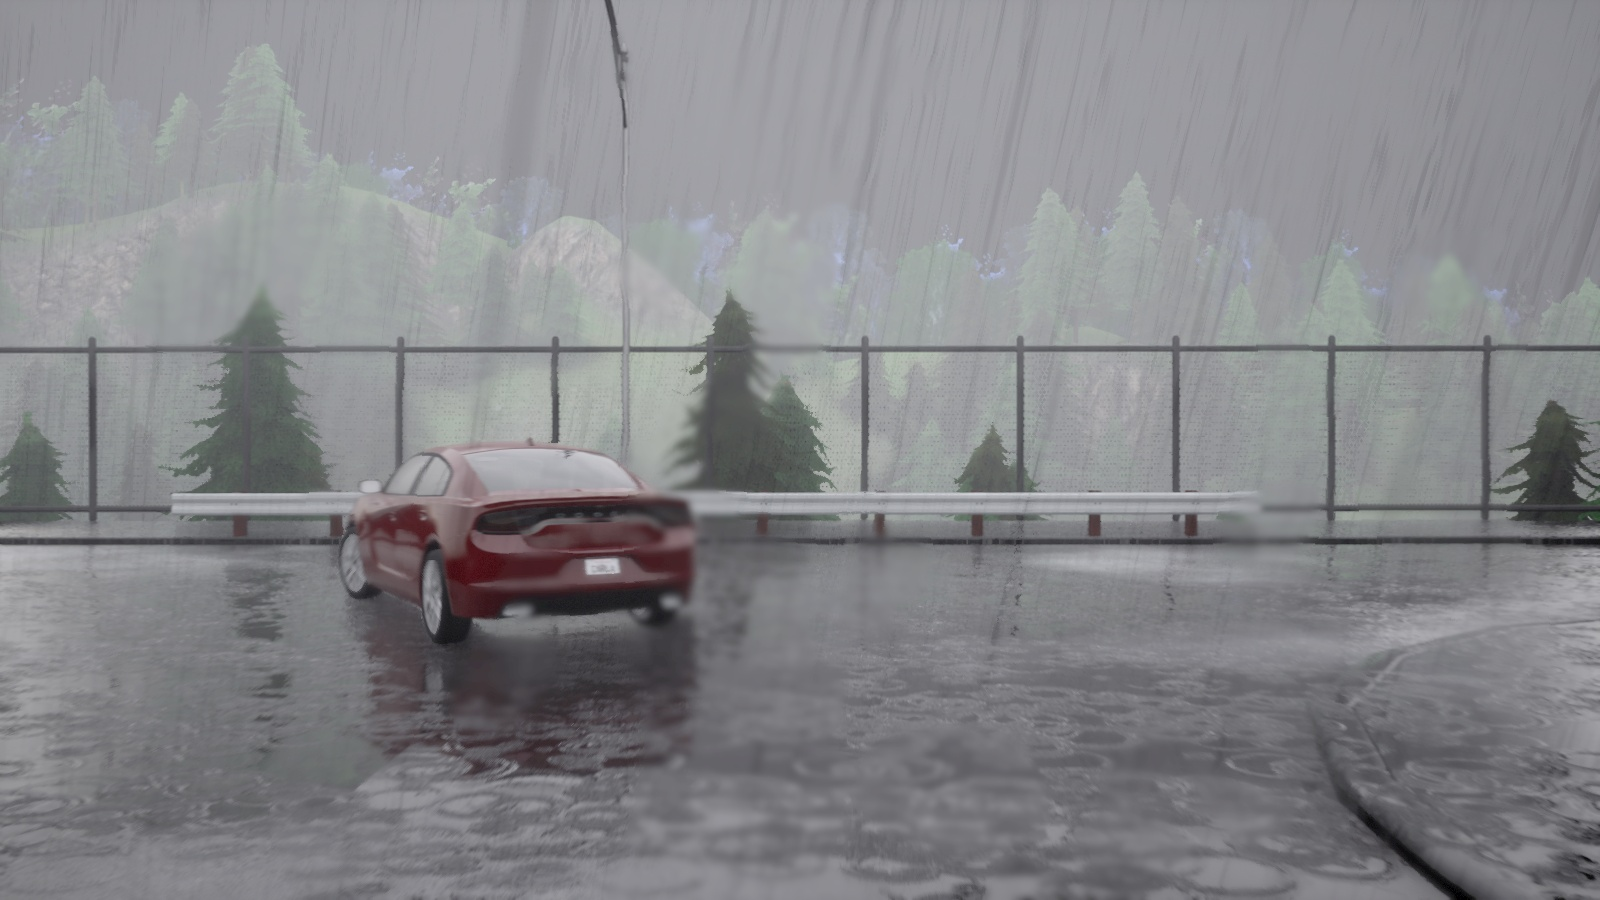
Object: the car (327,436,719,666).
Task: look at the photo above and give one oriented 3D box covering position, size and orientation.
[{"bbox_3d":[-2.687,0.660,10.985,1.882,1.535,5.008,0,0,-31],"label":"car"}]
